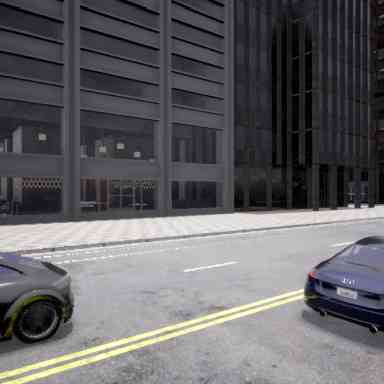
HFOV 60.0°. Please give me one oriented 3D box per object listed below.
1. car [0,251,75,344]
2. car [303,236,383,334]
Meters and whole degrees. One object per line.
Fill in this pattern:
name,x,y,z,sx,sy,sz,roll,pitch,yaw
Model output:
car,-3.949,1.564,4.852,4.181,1.385,1.994,0,0,-36
car,4.061,1.563,6.410,4.181,1.385,1.994,0,0,-36
